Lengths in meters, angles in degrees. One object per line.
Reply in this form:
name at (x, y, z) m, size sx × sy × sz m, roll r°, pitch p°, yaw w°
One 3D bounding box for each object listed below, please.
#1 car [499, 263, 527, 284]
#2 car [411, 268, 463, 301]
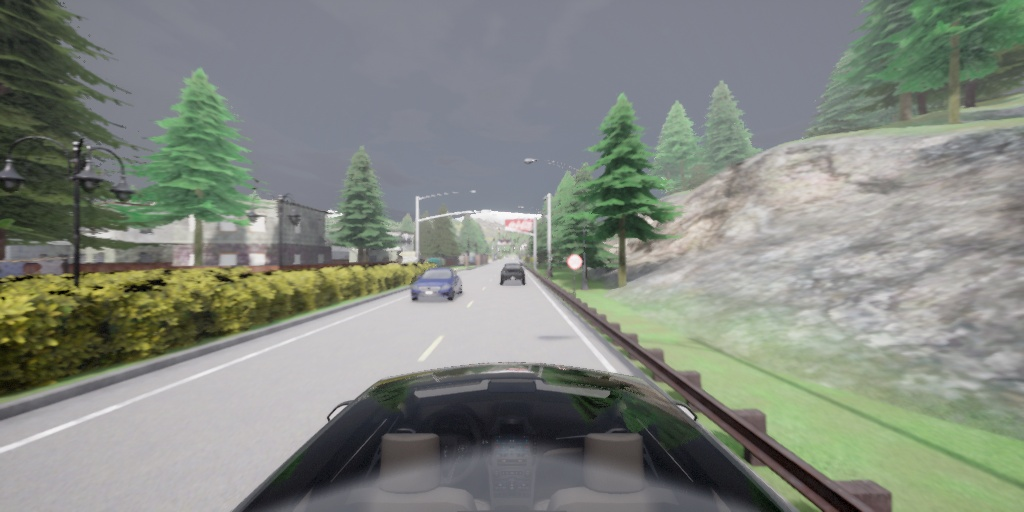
car at (0.072, 1.284, 27.141) m, size 1.837 × 1.490 × 4.892 m, roll 0°, pitch 0°, yaw 0°
car at (-3.498, 1.305, 17.451) m, size 1.812 × 1.442 × 4.674 m, roll 0°, pitch 0°, yaw 0°
